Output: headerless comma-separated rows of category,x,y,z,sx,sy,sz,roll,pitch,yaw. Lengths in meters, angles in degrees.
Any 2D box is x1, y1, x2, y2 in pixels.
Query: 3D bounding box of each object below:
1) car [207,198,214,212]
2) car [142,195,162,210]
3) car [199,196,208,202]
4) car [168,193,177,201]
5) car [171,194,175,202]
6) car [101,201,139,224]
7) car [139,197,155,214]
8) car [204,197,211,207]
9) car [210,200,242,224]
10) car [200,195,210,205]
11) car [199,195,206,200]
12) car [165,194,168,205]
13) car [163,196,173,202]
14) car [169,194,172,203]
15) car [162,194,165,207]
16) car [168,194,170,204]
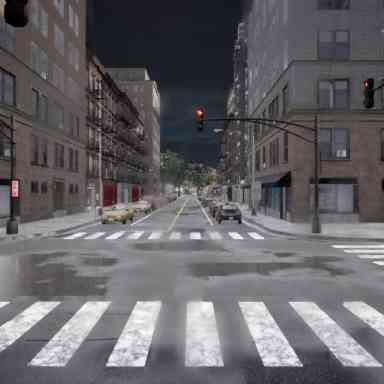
car,2.662,1.547,30.182,1.887,1.381,4.507,0,0,0
car,-5.375,1.319,41.153,2.192,1.841,5.009,0,0,0
car,2.705,1.556,79.520,1.887,1.381,4.507,0,0,0
car,-5.315,1.329,90.491,2.192,1.841,5.009,0,0,0
car,-5.342,1.324,68.563,2.192,1.841,5.009,0,0,0
car,-5.396,1.526,24.537,1.752,1.417,4.829,0,0,0
car,-5.382,1.528,35.500,1.752,1.417,4.829,0,0,0
car,2.667,1.554,35.664,2.008,1.369,4.403,0,0,0
car,2.658,1.552,24.700,2.008,1.369,4.403,0,0,0
car,2.681,1.556,52.109,2.008,1.369,4.403,0,0,0
car,2.714,1.596,90.484,1.802,1.307,4.206,0,0,0
car,-5.362,1.446,52.117,1.967,1.590,4.097,0,0,0
car,-5.336,1.535,73.875,1.752,1.417,4.829,0,0,0
car,-5.349,1.573,63.081,1.947,1.339,4.313,0,0,0
car,-5.369,1.445,46.635,1.967,1.590,4.097,0,0,0
car,-5.356,1.557,57.599,2.008,1.369,4.403,0,0,0
